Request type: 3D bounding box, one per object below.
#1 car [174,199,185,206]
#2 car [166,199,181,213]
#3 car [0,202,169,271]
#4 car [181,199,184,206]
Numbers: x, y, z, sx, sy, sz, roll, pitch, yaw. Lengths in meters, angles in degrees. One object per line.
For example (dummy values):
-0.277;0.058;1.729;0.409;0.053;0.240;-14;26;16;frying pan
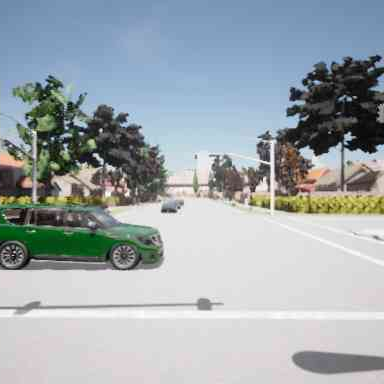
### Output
-2.536;2.084;67.937;2.033;1.411;5.357;0;0;0;car
-2.821;1.879;41.971;2.033;1.411;5.357;0;0;1;car
-3.712;1.423;10.806;5.566;2.045;2.150;1;0;1;car
-2.732;1.963;52.568;2.033;1.411;5.357;0;0;1;car
